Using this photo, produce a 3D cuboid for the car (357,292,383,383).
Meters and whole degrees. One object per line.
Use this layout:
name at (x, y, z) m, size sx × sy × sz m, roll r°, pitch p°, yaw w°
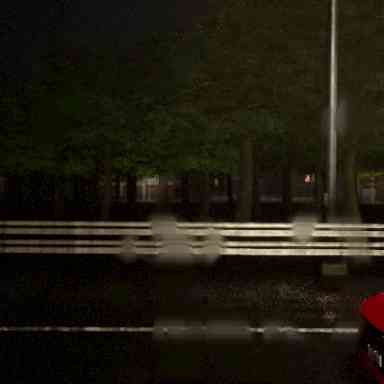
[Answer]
car at (4.483, 1.518, 3.642) m, size 5.008 × 1.535 × 1.882 m, roll 0°, pitch 0°, yaw -1°
